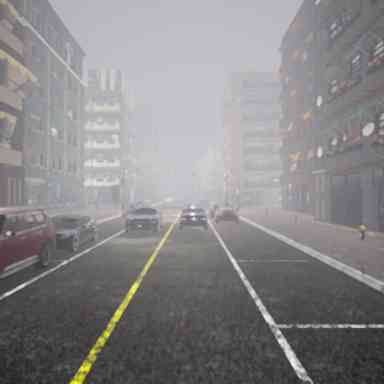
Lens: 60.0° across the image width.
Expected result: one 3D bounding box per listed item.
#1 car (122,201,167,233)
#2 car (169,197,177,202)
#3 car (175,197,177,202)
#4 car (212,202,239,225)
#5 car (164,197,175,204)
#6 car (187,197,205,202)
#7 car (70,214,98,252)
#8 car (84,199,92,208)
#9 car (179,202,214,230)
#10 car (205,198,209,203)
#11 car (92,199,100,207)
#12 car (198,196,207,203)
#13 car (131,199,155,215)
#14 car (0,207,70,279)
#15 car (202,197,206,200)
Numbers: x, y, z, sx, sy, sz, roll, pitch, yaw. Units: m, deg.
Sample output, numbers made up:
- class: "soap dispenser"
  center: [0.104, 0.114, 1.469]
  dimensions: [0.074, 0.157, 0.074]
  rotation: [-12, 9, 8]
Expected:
- class: "car"
  center: [-2.833, 1.581, 20.499]
  dimensions: [1.882, 1.535, 5.008]
  rotation: [0, 0, 0]
- class: "car"
  center: [-5.305, 2.019, 91.626]
  dimensions: [1.947, 1.339, 4.313]
  rotation: [1, 0, 0]
- class: "car"
  center: [-5.305, 1.951, 85.785]
  dimensions: [1.752, 1.417, 4.829]
  rotation: [1, 0, 0]
- class: "car"
  center: [2.574, 1.710, 25.324]
  dimensions: [1.802, 1.307, 4.206]
  rotation: [1, 0, 0]
- class: "car"
  center: [-5.305, 1.895, 74.443]
  dimensions: [1.752, 1.417, 4.829]
  rotation: [1, 0, 0]
- class: "car"
  center: [0.093, 1.657, 35.622]
  dimensions: [1.882, 1.535, 5.008]
  rotation: [0, 0, 0]
- class: "car"
  center: [-5.306, 1.638, 14.205]
  dimensions: [1.947, 1.339, 4.313]
  rotation: [1, 0, 0]
- class: "car"
  center: [-17.561, 1.474, 47.913]
  dimensions: [5.009, 1.841, 2.192]
  rotation: [0, -1, 0]
- class: "car"
  center: [0.101, 1.659, 22.173]
  dimensions: [2.033, 1.411, 5.357]
  rotation: [0, 0, 0]
- class: "car"
  center: [2.576, 1.596, 30.874]
  dimensions: [1.967, 1.590, 4.097]
  rotation: [1, 0, 0]
- class: "car"
  center: [-17.623, 1.862, 55.787]
  dimensions: [4.313, 1.339, 1.947]
  rotation: [0, -1, 0]
- class: "car"
  center: [2.576, 1.839, 80.314]
  dimensions: [1.967, 1.590, 4.097]
  rotation: [1, 0, 0]
- class: "car"
  center: [-5.313, 1.623, 36.401]
  dimensions: [1.967, 1.590, 4.097]
  rotation: [1, 0, 0]
- class: "car"
  center: [-5.303, 1.359, 8.657]
  dimensions: [2.192, 1.841, 5.009]
  rotation: [1, 0, 0]
- class: "car"
  center: [2.575, 1.894, 68.972]
  dimensions: [2.008, 1.369, 4.403]
  rotation: [1, 0, 0]
